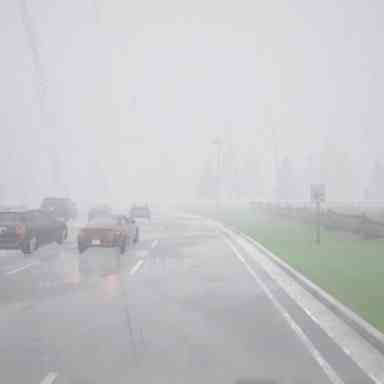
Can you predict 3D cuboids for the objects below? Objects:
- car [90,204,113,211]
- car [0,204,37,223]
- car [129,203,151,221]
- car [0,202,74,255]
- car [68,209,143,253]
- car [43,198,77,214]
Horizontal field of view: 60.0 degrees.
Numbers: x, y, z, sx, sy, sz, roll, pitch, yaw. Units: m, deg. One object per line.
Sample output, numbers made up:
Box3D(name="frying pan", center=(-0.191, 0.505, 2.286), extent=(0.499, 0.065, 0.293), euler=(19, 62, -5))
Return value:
Box3D(name="car", center=(-8.252, 1.817, 30.138), extent=(1.812, 1.442, 4.674), euler=(0, 0, -9))
Box3D(name="car", center=(-15.154, 1.845, 28.960), extent=(1.994, 1.385, 4.181), euler=(0, -1, -9))
Box3D(name="car", center=(-4.779, 1.788, 30.584), extent=(2.128, 1.511, 4.902), euler=(0, 0, -9))
Box3D(name="car", center=(-6.988, 1.487, 14.075), extent=(2.097, 1.767, 4.553), euler=(0, -1, 0))
Box3D(name="car", center=(-3.489, 1.665, 14.364), extent=(1.812, 1.442, 4.674), euler=(0, 0, 0))
Box3D(name="car", center=(-11.649, 1.500, 29.233), extent=(2.150, 2.045, 5.566), euler=(0, 0, -9))
